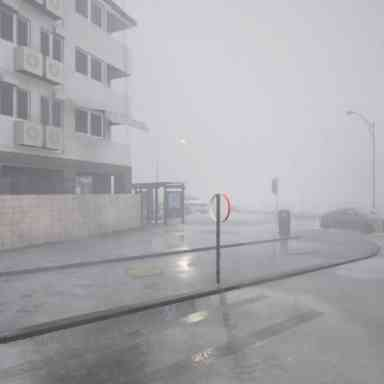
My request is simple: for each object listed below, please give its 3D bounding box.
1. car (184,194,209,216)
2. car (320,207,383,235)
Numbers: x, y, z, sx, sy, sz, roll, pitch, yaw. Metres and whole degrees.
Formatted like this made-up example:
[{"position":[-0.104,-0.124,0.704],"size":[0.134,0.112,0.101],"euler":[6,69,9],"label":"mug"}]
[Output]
[{"position":[-0.613,1.222,33.422],"size":[2.150,2.045,5.566],"euler":[0,0,-35],"label":"car"},{"position":[9.298,1.564,18.717],"size":[1.994,1.385,4.181],"euler":[0,0,-26],"label":"car"}]
